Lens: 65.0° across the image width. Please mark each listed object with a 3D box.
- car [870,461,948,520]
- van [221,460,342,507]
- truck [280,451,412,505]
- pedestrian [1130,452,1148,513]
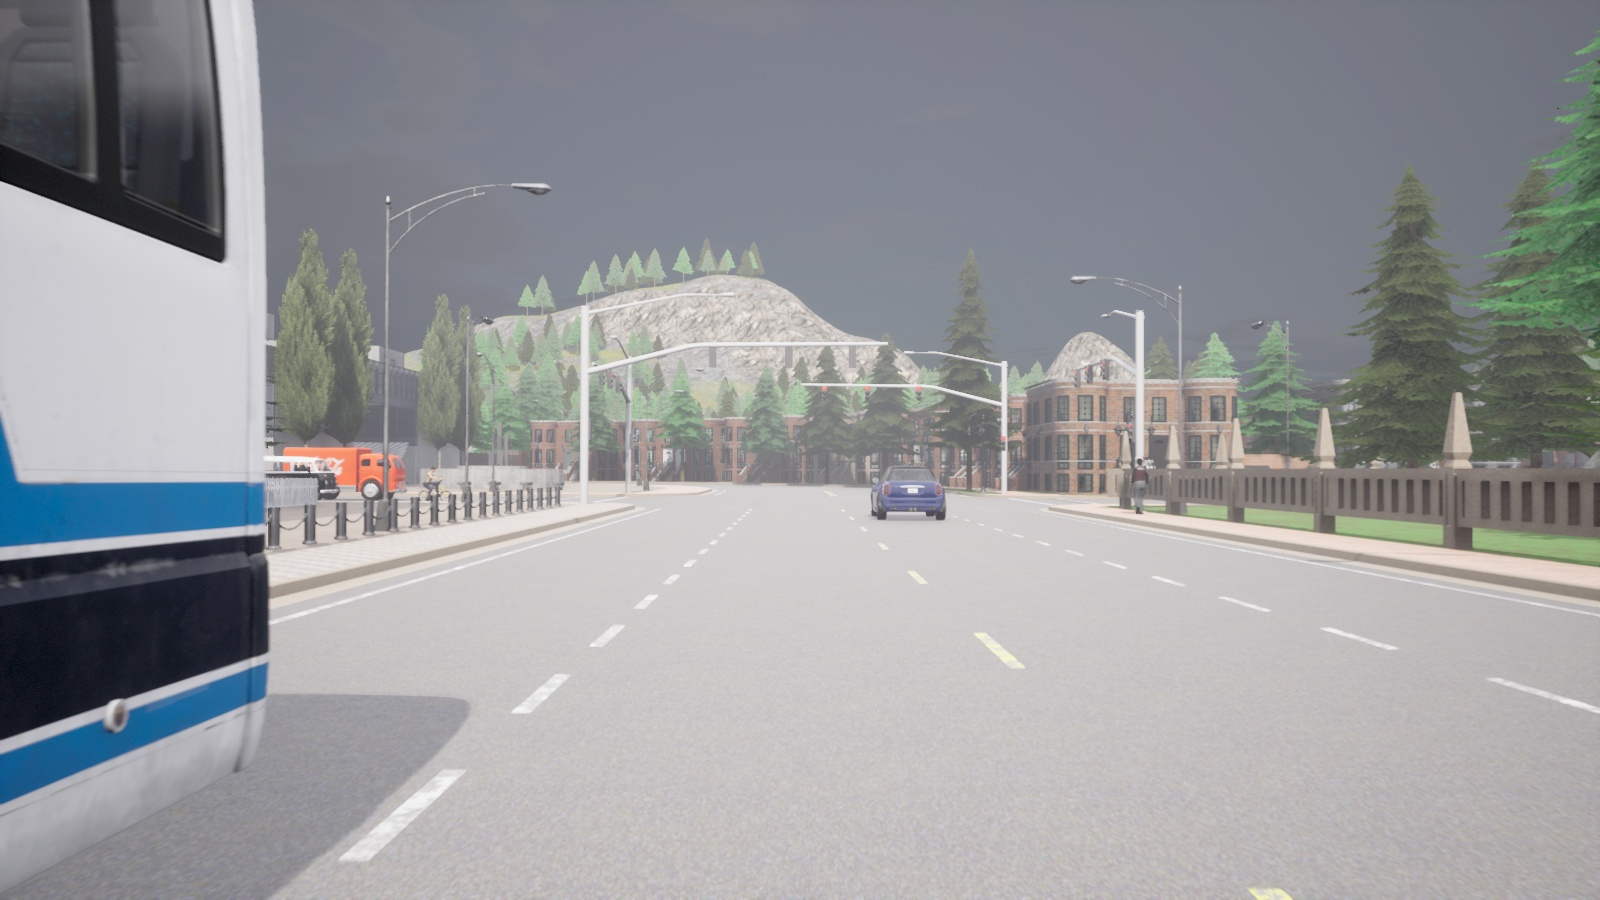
[{"bbox_3d":[3.407,1.265,40.142,2.097,1.767,4.553,0,-1,0],"label":"car"},{"bbox_3d":[-22.748,1.463,55.219,4.480,2.038,2.069,0,-1,-1],"label":"van"},{"bbox_3d":[-21.153,1.300,58.730,5.204,2.467,2.627,0,-1,0],"label":"truck"},{"bbox_3d":[10.916,1.039,40.415,0.402,1.930,0.666,0,-1,0],"label":"pedestrian"}]
